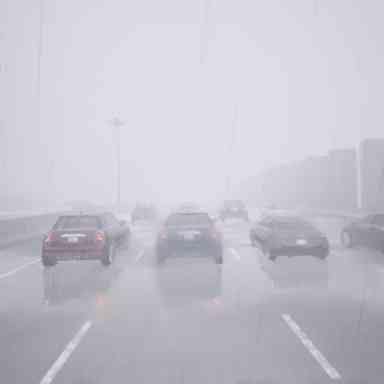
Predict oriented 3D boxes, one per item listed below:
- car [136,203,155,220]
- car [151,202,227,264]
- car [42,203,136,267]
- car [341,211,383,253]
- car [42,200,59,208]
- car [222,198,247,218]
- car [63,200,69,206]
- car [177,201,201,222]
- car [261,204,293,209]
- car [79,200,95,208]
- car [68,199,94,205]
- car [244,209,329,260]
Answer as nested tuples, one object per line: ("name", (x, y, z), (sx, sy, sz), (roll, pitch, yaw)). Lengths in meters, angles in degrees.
("car", (-3.782, 1.665, 27.392), (2.128, 1.511, 4.902), (-1, 0, 0))
("car", (-0.100, 1.396, 12.221), (2.097, 1.767, 4.553), (-1, 0, 0))
("car", (-3.598, 1.467, 12.151), (2.097, 1.767, 4.553), (-1, 0, 0))
("car", (6.907, 1.400, 11.500), (1.837, 1.490, 4.892), (-1, -2, 0))
("car", (-26.415, 2.232, 62.223), (1.882, 1.535, 5.008), (-1, 0, -6))
("car", (3.214, 1.380, 27.162), (2.097, 1.767, 4.553), (-1, 0, 0))
("car", (-22.988, 2.164, 63.020), (1.882, 1.535, 5.008), (-1, 0, -6))
("car", (-0.298, 1.585, 28.958), (1.882, 1.535, 5.008), (-1, 0, -1))
("car", (6.730, 1.555, 26.058), (1.895, 1.301, 4.718), (-1, 0, 0))
("car", (-19.324, 2.185, 61.407), (1.994, 1.385, 4.181), (-1, 0, -5))
("car", (-14.967, 1.956, 46.159), (2.128, 1.511, 4.902), (-1, 0, -2))
("car", (3.402, 1.536, 12.346), (1.994, 1.385, 4.181), (-1, 0, 0))
